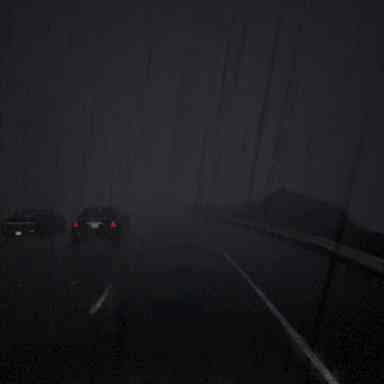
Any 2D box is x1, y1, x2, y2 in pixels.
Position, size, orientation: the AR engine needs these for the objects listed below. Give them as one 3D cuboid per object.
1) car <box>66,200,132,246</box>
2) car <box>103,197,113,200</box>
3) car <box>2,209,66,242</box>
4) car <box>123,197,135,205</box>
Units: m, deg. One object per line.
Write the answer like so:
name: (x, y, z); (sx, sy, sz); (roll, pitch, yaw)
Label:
car: (-4.331, 1.481, 16.285); (2.097, 1.767, 4.553); (0, 0, -5)
car: (-22.956, 2.038, 90.588); (1.882, 1.535, 5.008); (0, 0, -29)
car: (-7.932, 1.632, 17.187); (2.128, 1.511, 4.902); (0, 0, -6)
car: (-14.277, 1.936, 74.914); (2.097, 1.767, 4.553); (0, 0, -23)
